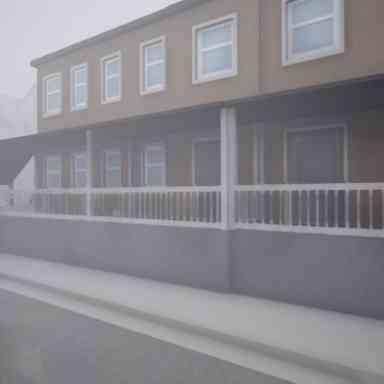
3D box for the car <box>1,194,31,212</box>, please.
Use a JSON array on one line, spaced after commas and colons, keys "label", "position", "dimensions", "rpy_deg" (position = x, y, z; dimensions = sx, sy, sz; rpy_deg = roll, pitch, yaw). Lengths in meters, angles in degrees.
[{"label": "car", "position": [-14.623, 1.110, 27.371], "dimensions": [1.812, 1.442, 4.674], "rpy_deg": [0, 14, 34]}]
